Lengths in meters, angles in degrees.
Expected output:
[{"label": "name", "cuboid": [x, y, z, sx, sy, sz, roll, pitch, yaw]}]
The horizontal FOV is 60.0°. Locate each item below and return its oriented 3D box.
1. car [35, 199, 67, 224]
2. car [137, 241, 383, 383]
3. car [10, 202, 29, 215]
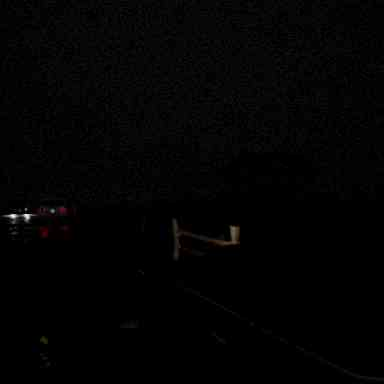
[{"label": "car", "cuboid": [-12.176, 1.596, 28.773, 2.150, 2.045, 5.566, 0, -1, -26]}, {"label": "car", "cuboid": [0.889, 1.379, 3.915, 2.097, 1.767, 4.553, 0, -1, -26]}, {"label": "car", "cuboid": [-22.282, 2.109, 43.110, 1.837, 1.490, 4.892, 0, -1, -26]}]
